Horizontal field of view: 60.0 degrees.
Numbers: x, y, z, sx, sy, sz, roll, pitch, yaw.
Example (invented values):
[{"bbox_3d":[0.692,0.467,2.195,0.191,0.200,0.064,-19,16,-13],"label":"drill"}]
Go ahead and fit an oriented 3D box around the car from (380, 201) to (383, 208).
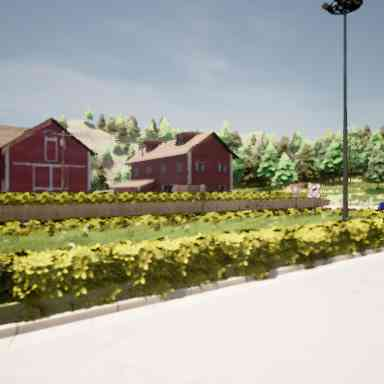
[{"bbox_3d":[23.301,1.480,37.853,5.008,1.535,1.882,0,0,-36],"label":"car"}]
